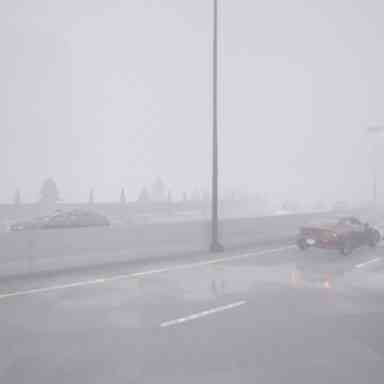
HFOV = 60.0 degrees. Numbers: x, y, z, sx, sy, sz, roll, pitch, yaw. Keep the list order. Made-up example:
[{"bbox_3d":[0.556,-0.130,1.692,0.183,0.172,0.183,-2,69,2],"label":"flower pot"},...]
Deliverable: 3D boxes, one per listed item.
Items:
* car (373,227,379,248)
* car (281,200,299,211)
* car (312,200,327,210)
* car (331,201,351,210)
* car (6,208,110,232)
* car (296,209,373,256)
[{"bbox_3d":[7.655,1.596,10.389,4.892,1.490,1.837,0,0,-42],"label":"car"},{"bbox_3d":[14.019,1.858,47.357,2.128,1.511,4.902,0,-1,27],"label":"car"},{"bbox_3d":[19.222,1.942,49.946,2.033,1.411,5.357,0,0,25],"label":"car"},{"bbox_3d":[18.166,1.830,40.398,1.837,1.490,4.892,0,0,30],"label":"car"},{"bbox_3d":[-6.583,1.595,16.804,4.902,1.511,2.128,0,0,-39],"label":"car"},{"bbox_3d":[6.002,1.636,13.605,4.674,1.442,1.812,1,0,-43],"label":"car"}]
